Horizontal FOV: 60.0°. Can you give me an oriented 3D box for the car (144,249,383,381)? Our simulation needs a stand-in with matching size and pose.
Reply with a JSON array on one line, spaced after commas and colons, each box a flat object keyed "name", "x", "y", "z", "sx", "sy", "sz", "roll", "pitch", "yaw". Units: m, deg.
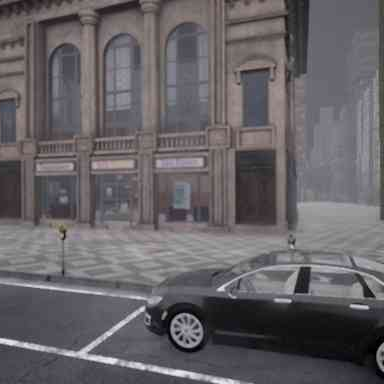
[{"name": "car", "x": 1.435, "y": 1.558, "z": 4.949, "sx": 4.403, "sy": 1.369, "sz": 2.008, "roll": 0, "pitch": 0, "yaw": 18}]
